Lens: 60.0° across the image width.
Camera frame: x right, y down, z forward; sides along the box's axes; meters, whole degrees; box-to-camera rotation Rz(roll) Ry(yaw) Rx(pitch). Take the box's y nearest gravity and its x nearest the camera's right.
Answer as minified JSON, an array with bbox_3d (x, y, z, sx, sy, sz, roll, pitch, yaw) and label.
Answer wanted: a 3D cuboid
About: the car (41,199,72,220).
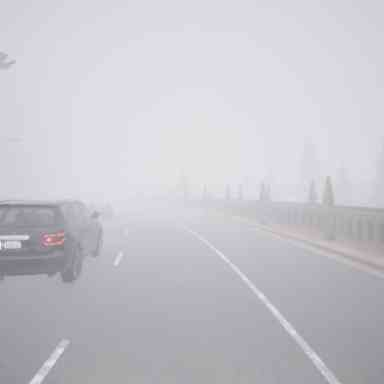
[{"bbox_3d":[-11.867,1.474,29.401,2.128,1.511,4.902,0,0,-18],"label":"car"}]

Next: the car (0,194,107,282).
[{"bbox_3d":[-4.088,1.206,9.748,2.150,2.045,5.566,0,0,-6],"label":"car"}]

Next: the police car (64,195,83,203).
[{"bbox_3d":[-24.139,1.377,67.900,1.930,1.638,5.238,-1,0,-40],"label":"police car"}]

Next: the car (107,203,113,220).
[{"bbox_3d":[-7.518,1.559,27.265,1.895,1.301,4.718,0,0,-16],"label":"car"}]
